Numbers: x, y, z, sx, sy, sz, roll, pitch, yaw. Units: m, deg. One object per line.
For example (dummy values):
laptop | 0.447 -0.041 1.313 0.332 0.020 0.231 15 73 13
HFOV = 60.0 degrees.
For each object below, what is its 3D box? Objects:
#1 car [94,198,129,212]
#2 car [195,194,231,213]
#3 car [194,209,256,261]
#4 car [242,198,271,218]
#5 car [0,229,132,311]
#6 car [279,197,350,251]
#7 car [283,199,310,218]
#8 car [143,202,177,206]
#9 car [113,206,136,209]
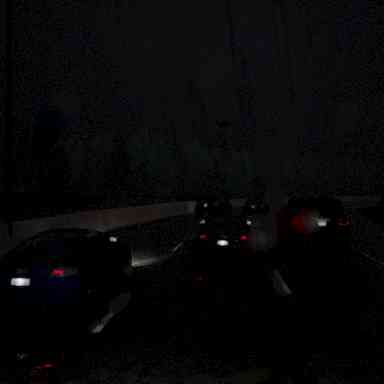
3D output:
car | -9.498 1.493 39.554 1.994 1.385 4.181 0 0 22
car | 1.991 1.199 30.042 2.150 2.045 5.566 0 0 19
car | 1.250 1.556 12.367 1.994 1.385 4.181 0 0 8
car | 6.021 1.342 30.750 2.097 1.767 4.553 0 0 20
car | -2.832 1.547 7.845 1.994 1.385 4.181 0 0 5
car | 5.099 1.224 14.490 2.150 2.045 5.566 0 0 10
car | 9.908 1.494 31.186 2.128 1.511 4.902 0 0 21
car | -3.014 1.445 37.004 2.128 1.511 4.902 0 0 22
car | -6.692 1.433 37.218 2.128 1.511 4.902 0 0 22
